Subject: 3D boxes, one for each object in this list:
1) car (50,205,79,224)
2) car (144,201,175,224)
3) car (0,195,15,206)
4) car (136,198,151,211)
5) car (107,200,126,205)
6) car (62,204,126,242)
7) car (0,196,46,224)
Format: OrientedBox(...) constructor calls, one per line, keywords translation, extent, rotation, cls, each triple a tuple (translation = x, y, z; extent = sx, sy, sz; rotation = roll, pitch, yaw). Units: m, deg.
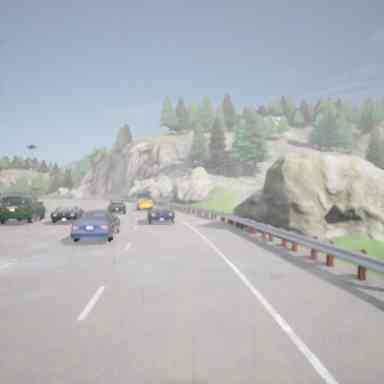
OrientedBox(translation=(-9.694, 1.704, 26.346), extent=(1.895, 1.301, 4.718), rotation=(-1, 0, -10), cls="car")
OrientedBox(translation=(-2.453, 1.625, 25.495), extent=(1.895, 1.301, 4.718), rotation=(-1, 0, -9), cls="car")
OrientedBox(translation=(-36.800, 1.621, 66.437), extent=(2.150, 2.045, 5.566), rotation=(-1, 0, -24), cls="car")
OrientedBox(translation=(-6.148, 1.540, 42.794), extent=(1.882, 1.535, 5.008), rotation=(-1, 0, -14), cls="car")
OrientedBox(translation=(-8.258, 1.578, 36.720), extent=(2.128, 1.511, 4.902), rotation=(-1, 0, -13), cls="car")
OrientedBox(translation=(-4.729, 1.597, 16.861), extent=(2.033, 1.411, 5.357), rotation=(-1, 0, -7), cls="car")
OrientedBox(translation=(-13.240, 1.363, 26.304), extent=(2.150, 2.045, 5.566), rotation=(-1, 0, -10), cls="car")
